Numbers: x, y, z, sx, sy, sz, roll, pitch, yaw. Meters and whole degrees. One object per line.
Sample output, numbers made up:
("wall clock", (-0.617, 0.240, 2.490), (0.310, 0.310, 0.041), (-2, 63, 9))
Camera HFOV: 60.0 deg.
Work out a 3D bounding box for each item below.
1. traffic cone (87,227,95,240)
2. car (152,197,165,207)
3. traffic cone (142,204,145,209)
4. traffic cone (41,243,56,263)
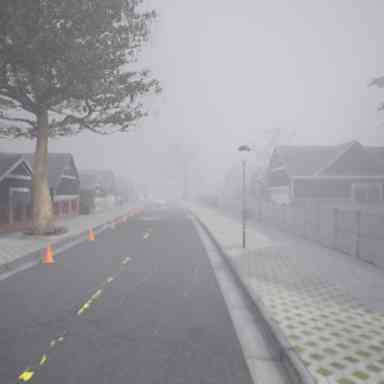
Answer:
("traffic cone", (-4.764, 1.956, 15.687), (0.340, 0.580, 0.340), (0, 0, -2))
("car", (-5.081, 1.546, 50.672), (1.812, 1.442, 4.674), (0, 0, -6))
("traffic cone", (-6.238, 1.977, 40.536), (0.340, 0.580, 0.340), (0, 0, -4))
("traffic cone", (-4.616, 1.954, 10.713), (0.340, 0.580, 0.340), (0, 0, -1))
